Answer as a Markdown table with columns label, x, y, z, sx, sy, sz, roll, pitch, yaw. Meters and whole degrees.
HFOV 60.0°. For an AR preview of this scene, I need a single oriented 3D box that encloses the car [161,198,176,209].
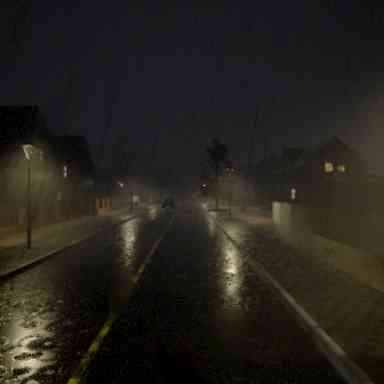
| label | x | y | z | sx | sy | sz | roll | pitch | yaw |
| --- | --- | --- | --- | --- | --- | --- | --- | --- | --- |
| car | -3.141 | 1.521 | 45.791 | 2.033 | 1.411 | 5.357 | 0 | 0 | 0 |
